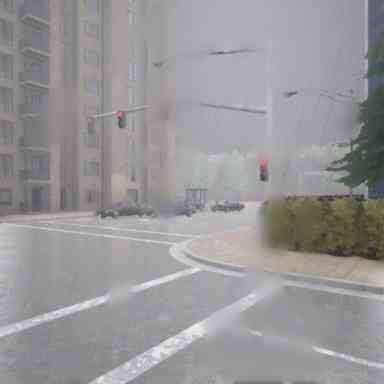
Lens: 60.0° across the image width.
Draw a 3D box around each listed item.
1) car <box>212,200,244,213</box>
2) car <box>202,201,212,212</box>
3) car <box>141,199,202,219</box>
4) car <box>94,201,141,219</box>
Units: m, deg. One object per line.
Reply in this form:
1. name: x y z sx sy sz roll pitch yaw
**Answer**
1. car: 3.970 1.599 37.183 1.895 1.301 4.718 0 0 36
2. car: -0.329 1.489 37.228 2.128 1.511 4.902 0 0 36
3. car: -1.677 1.545 29.435 2.033 1.411 5.357 0 0 36
4. car: -6.012 1.545 29.424 2.033 1.411 5.357 0 0 36
